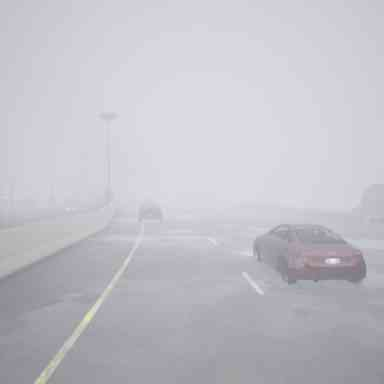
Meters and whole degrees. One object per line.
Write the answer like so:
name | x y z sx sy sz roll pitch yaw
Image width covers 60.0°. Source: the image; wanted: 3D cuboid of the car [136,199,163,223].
car | -3.448 1.604 27.338 1.882 1.535 5.008 0 0 -9

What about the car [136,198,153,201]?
car | -6.313 1.571 47.128 2.097 1.767 4.553 0 0 -16

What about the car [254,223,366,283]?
car | 3.187 1.601 9.807 1.994 1.385 4.181 0 0 -3

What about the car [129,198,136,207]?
car | -9.834 1.821 58.486 2.033 1.411 5.357 0 0 -20
